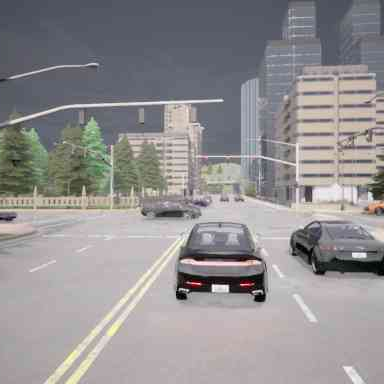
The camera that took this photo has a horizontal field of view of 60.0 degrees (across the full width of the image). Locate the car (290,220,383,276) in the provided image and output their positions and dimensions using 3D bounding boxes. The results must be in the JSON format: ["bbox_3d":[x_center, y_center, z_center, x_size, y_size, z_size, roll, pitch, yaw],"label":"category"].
[{"bbox_3d":[4.393,1.564,10.395,1.994,1.385,4.181,0,0,5],"label":"car"}]

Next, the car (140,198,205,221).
[{"bbox_3d":[-1.692,1.491,26.787,4.902,1.511,2.128,0,0,5],"label":"car"}]

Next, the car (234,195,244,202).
[{"bbox_3d":[10.937,1.591,76.096,1.895,1.301,4.718,0,0,5],"label":"car"}]

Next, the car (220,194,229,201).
[{"bbox_3d":[8.336,1.353,85.704,2.097,1.767,4.553,0,0,5],"label":"car"}]

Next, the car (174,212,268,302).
[{"bbox_3d":[0.701,1.492,8.285,2.128,1.511,4.902,0,0,5],"label":"car"}]

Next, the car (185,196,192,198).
[{"bbox_3d":[-1.643,1.547,55.697,2.033,1.411,5.357,0,0,6],"label":"car"}]

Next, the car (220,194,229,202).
[{"bbox_3d":[7.545,1.549,77.401,1.994,1.385,4.181,0,0,5],"label":"car"}]

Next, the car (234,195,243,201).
[{"bbox_3d":[11.823,1.537,85.402,2.033,1.411,5.357,0,0,5],"label":"car"}]

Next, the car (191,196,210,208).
[{"bbox_3d":[1.256,1.601,49.291,1.895,1.301,4.718,0,0,5],"label":"car"}]

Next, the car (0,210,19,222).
[{"bbox_3d":[-15.480,1.600,24.576,4.718,1.301,1.895,0,0,5],"label":"car"}]

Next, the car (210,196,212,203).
[{"bbox_3d":[2.143,1.601,58.412,1.895,1.301,4.718,0,0,6],"label":"car"}]

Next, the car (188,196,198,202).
[{"bbox_3d":[0.315,1.595,75.319,1.895,1.301,4.718,0,0,5],"label":"car"}]

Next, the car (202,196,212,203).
[{"bbox_3d":[3.171,1.505,68.457,1.837,1.490,4.892,0,0,6],"label":"car"}]

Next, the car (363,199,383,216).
[{"bbox_3d":[19.152,1.352,32.117,4.553,1.767,2.097,0,0,7],"label":"car"}]

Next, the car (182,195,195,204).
[{"bbox_3d":[-0.674,1.478,65.380,1.882,1.535,5.008,0,0,6],"label":"car"}]
